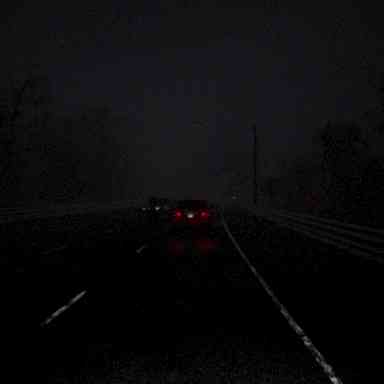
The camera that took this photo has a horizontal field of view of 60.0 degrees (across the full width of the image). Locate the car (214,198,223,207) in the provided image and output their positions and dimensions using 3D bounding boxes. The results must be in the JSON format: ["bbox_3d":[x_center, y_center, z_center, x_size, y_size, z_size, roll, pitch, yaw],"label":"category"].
[{"bbox_3d":[4.276,2.211,62.109,1.895,1.301,4.718,0,-1,7],"label":"car"}]

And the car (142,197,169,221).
[{"bbox_3d":[-2.626,1.502,30.210,2.150,2.045,5.566,0,-1,5],"label":"car"}]

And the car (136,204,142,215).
[{"bbox_3d":[-5.262,1.932,39.614,1.994,1.385,4.181,0,-1,6],"label":"car"}]

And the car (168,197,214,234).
[{"bbox_3d":[0.129,1.416,20.738,2.150,2.045,5.566,0,-1,4],"label":"car"}]

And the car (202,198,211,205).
[{"bbox_3d":[3.633,2.345,82.472,1.812,1.442,4.674,0,-1,9],"label":"car"}]

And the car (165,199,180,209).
[{"bbox_3d":[-3.335,2.055,57.367,1.837,1.490,4.892,0,-1,7],"label":"car"}]
